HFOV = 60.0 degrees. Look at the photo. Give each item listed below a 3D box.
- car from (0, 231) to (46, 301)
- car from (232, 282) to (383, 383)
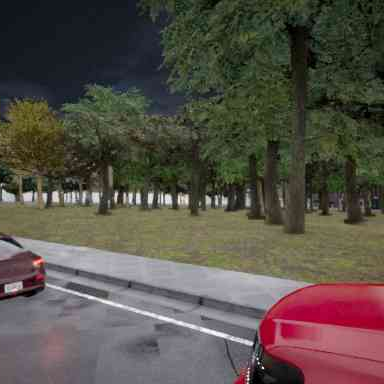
[{"bbox_3d":[-5.036,1.524,7.258,4.674,1.442,1.812,0,0,36],"label":"car"},{"bbox_3d":[2.923,1.222,1.601,5.566,2.045,2.150,0,0,35],"label":"car"}]
